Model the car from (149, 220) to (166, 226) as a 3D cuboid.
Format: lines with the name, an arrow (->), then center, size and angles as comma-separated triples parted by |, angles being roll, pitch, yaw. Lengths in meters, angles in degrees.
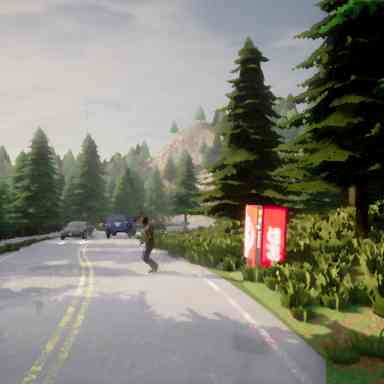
car -> -4.942, 4.582, 45.326 | 1.812, 1.442, 4.674 | 0, -5, 13

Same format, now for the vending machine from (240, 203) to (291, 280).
vending machine -> 2.126, 1.397, 9.732 | 1.100, 2.100, 0.880 | 3, -1, -14

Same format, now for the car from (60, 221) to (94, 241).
car -> -9.435, 3.157, 27.531 | 1.837, 1.490, 4.892 | 0, -4, -5

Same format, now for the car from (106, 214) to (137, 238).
car -> -6.332, 3.054, 30.152 | 2.150, 2.045, 5.566 | 0, -5, -4

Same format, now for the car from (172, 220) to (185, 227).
car -> -2.619, 6.239, 66.858 | 1.812, 1.442, 4.674 | 0, -4, 15

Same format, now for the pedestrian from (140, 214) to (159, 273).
pedestrian -> -1.327, 1.555, 10.154 | 0.375, 1.860, 0.375 | -3, 1, -16
